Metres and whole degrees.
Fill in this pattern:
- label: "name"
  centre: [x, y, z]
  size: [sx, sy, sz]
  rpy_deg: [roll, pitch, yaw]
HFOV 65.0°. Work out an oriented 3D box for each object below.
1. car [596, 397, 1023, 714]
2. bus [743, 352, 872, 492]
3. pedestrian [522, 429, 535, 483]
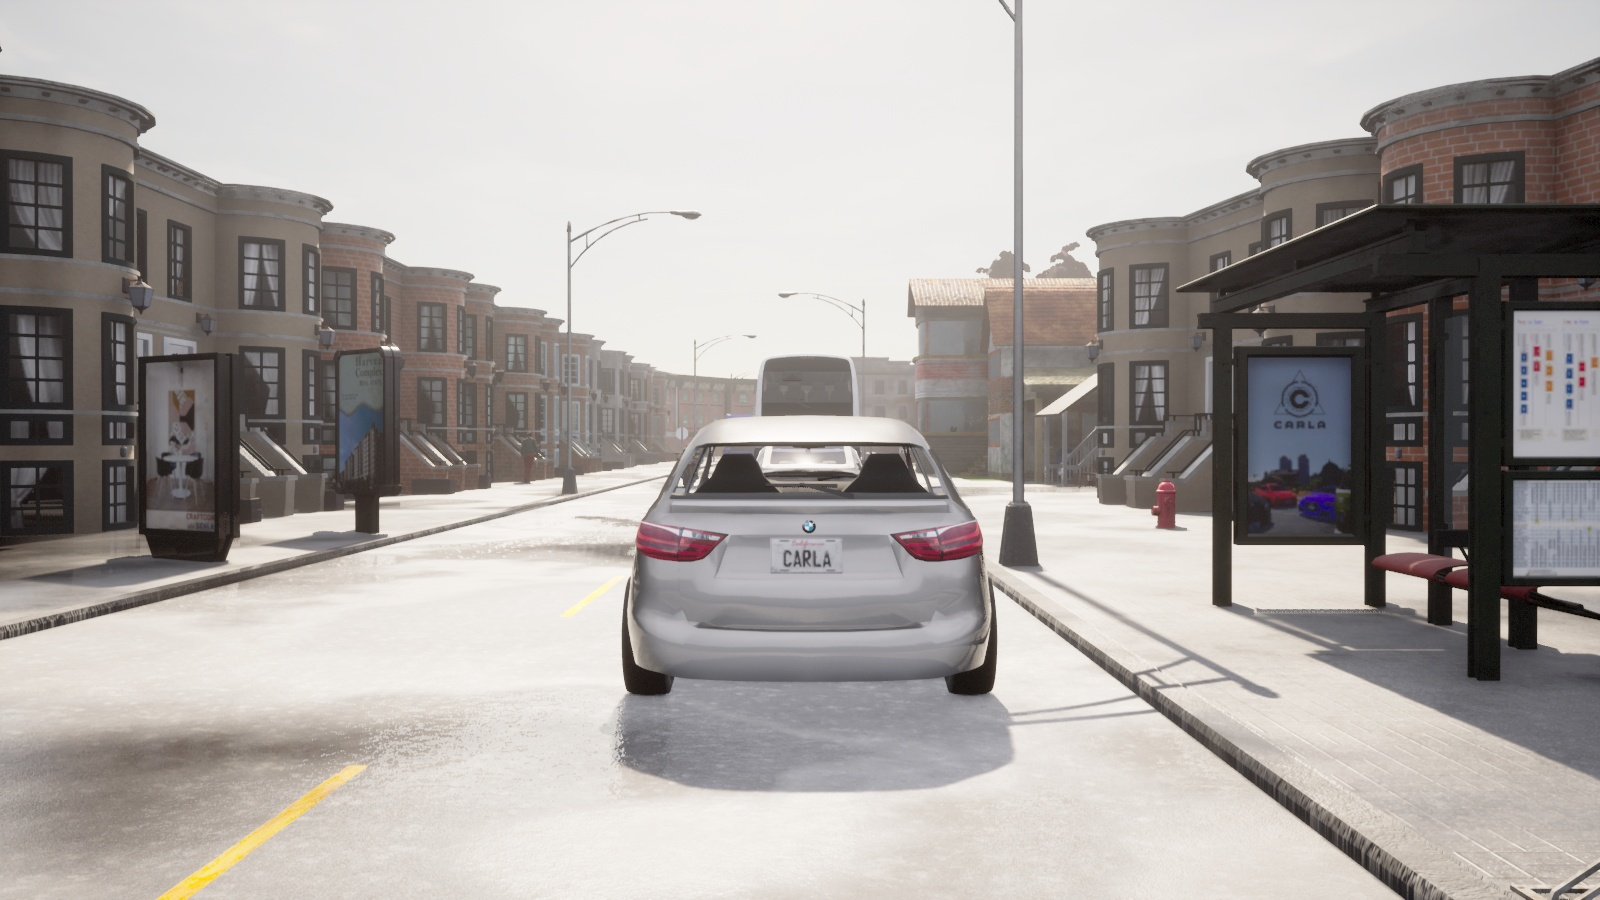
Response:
- label: "car"
  centre: [0.064, 0.540, 8.911]
  size: [2.242, 1.667, 4.611]
  rpy_deg: [0, 0, 0]
- label: "bus"
  centre: [0.258, -0.876, 43.381]
  size: [3.944, 4.253, 10.273]
  rpy_deg: [0, 0, 0]
- label: "pedestrian"
  centre: [-9.445, 0.201, 43.675]
  size: [0.353, 1.847, 0.614]
  rpy_deg: [0, 0, -4]
